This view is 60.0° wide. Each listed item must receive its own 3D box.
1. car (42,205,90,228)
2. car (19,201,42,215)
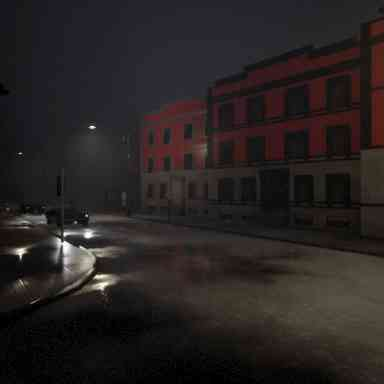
[{"bbox_3d":[-8.495,1.597,22.519,1.895,1.301,4.718,0,0,-34],"label":"car"},{"bbox_3d":[-16.311,1.597,33.918,1.895,1.301,4.718,0,0,-34],"label":"car"}]
